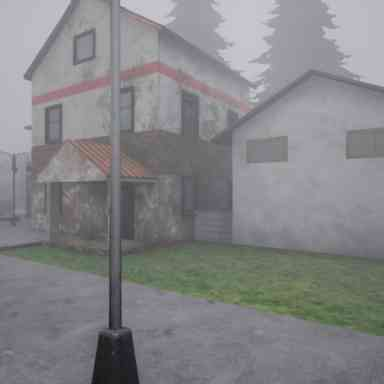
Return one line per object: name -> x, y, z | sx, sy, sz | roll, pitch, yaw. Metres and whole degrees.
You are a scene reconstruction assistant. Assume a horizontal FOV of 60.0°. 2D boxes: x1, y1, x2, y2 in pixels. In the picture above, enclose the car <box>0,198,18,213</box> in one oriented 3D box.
car -> -20.760, 1.211, 33.622 | 2.150, 2.045, 5.566 | 0, 0, 36
